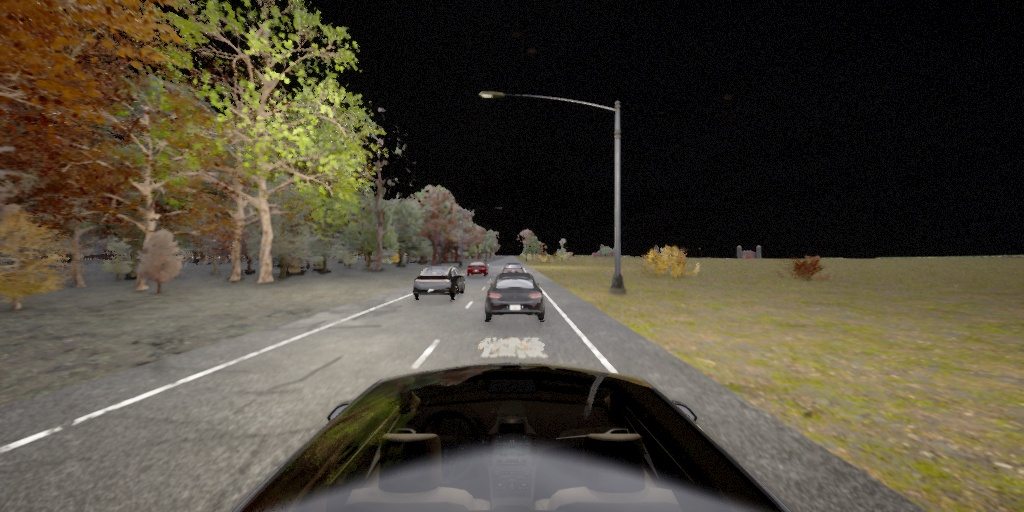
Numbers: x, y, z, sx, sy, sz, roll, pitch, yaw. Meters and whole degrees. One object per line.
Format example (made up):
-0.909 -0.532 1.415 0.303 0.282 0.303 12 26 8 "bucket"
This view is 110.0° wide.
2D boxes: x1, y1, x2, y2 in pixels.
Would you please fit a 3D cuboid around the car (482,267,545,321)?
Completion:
0.093 1.278 12.338 1.812 1.442 4.674 0 0 0 "car"

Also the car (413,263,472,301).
-3.400 1.245 17.429 2.128 1.511 4.902 0 0 0 "car"

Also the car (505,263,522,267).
0.099 1.303 30.485 2.033 1.411 5.357 0 0 0 "car"

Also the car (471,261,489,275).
-3.400 1.235 36.457 1.882 1.535 5.008 0 0 0 "car"
